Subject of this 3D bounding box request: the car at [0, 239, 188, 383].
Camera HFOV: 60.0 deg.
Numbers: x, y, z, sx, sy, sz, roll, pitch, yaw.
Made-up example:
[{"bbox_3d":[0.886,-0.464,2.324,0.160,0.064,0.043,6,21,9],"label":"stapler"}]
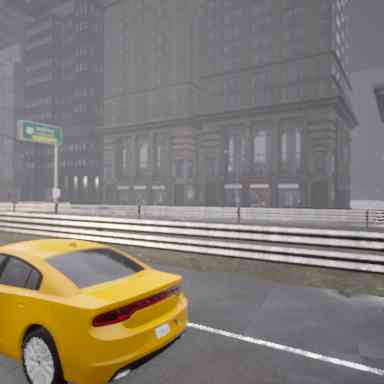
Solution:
[{"bbox_3d":[-2.429,1.509,5.292,5.008,1.535,1.882,0,0,33],"label":"car"}]
